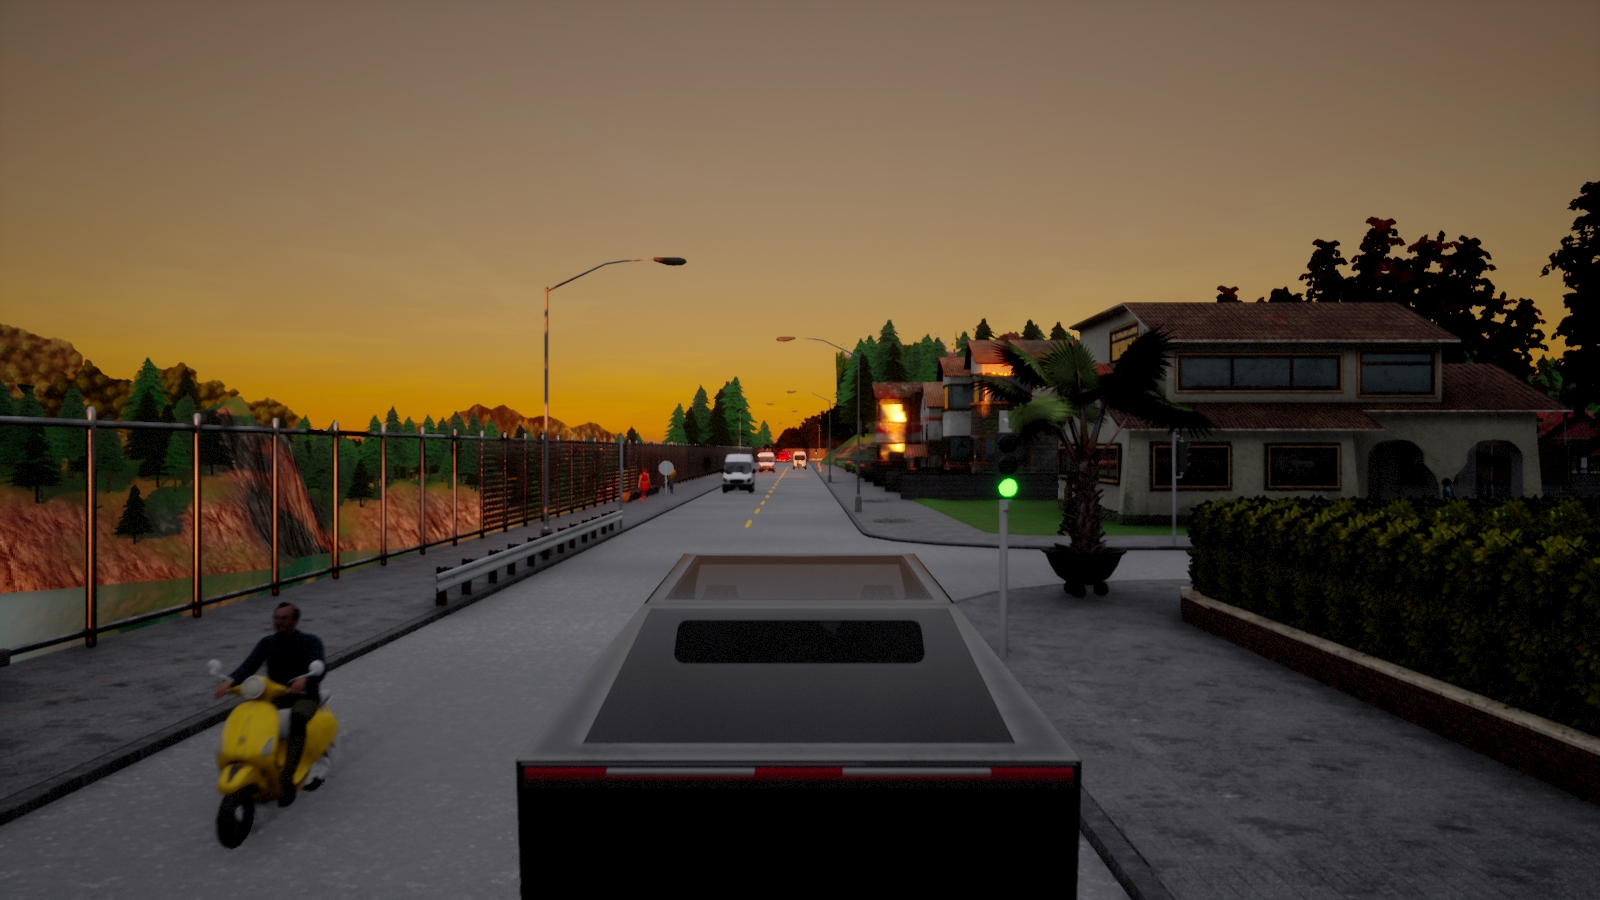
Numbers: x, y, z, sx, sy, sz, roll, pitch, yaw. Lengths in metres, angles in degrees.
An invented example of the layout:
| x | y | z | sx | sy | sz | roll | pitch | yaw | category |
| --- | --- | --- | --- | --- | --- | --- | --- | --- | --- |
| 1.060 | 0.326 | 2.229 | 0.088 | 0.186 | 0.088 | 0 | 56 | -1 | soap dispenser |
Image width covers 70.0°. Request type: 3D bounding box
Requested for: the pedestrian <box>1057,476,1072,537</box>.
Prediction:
| x | y | z | sx | sy | sz | roll | pitch | yaw | category |
| --- | --- | --- | --- | --- | --- | --- | --- | --- | --- |
| 8.200 | 1.748 | 35.377 | 0.375 | 1.860 | 0.375 | 0 | 0 | 0 | pedestrian |

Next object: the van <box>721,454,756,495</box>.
| x | y | z | sx | sy | sz | roll | pitch | yaw | category |
| --- | --- | --- | --- | --- | --- | --- | --- | --- | --- |
| -4.019 | 1.559 | 75.651 | 1.988 | 2.561 | 5.915 | 0 | 0 | 0 | van |

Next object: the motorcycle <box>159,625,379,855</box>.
| x | y | z | sx | sy | sz | roll | pitch | yaw | category |
| --- | --- | --- | --- | --- | --- | --- | --- | --- | --- |
| -4.003 | 2.145 | 8.803 | 0.856 | 1.316 | 1.805 | 0 | 0 | 0 | motorcycle |

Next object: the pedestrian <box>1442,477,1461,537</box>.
| x | y | z | sx | sy | sz | roll | pitch | yaw | category |
| --- | --- | --- | --- | --- | --- | --- | --- | --- | --- |
| 20.128 | 1.758 | 35.301 | 0.375 | 1.860 | 0.375 | 0 | 0 | 1 | pedestrian |

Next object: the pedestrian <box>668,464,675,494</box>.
| x | y | z | sx | sy | sz | roll | pitch | yaw | category |
| --- | --- | --- | --- | --- | --- | --- | --- | --- | --- |
| -7.848 | 1.770 | 70.031 | 0.375 | 1.860 | 0.375 | 0 | 0 | 2 | pedestrian |

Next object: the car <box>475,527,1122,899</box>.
| x | y | z | sx | sy | sz | roll | pitch | yaw | category |
| --- | --- | --- | --- | --- | --- | --- | --- | --- | --- |
| -0.003 | 1.756 | 7.355 | 2.390 | 2.098 | 6.274 | 0 | 0 | 0 | car |

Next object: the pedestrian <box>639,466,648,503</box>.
| x | y | z | sx | sy | sz | roll | pitch | yaw | category |
| --- | --- | --- | --- | --- | --- | --- | --- | --- | --- |
| -7.923 | 1.764 | 57.959 | 0.375 | 1.860 | 0.375 | 0 | 0 | 7 | pedestrian |
